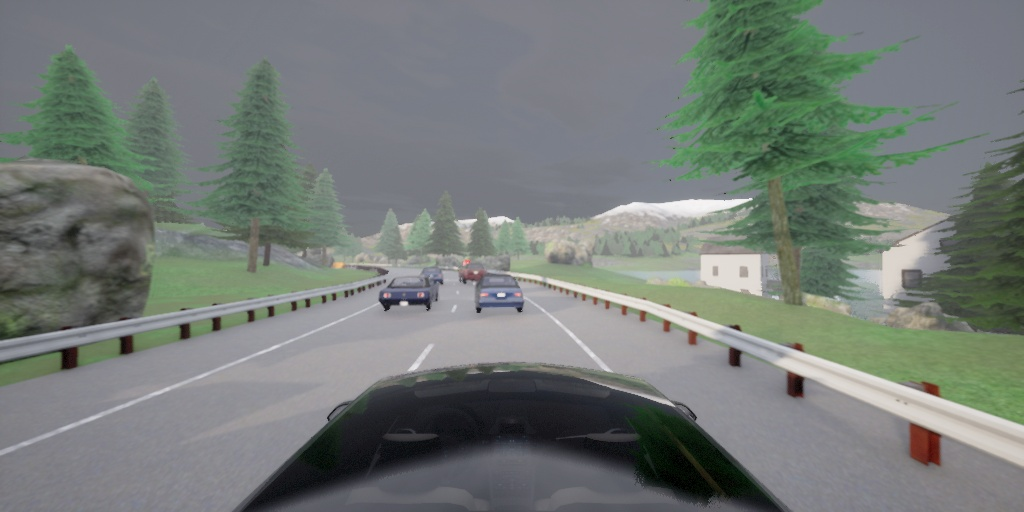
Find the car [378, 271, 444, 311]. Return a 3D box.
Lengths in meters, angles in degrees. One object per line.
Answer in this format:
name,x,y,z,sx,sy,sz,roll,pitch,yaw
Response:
car,-4.215,1.497,15.415,1.895,1.301,4.718,0,-1,-6

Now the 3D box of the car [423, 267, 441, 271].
car,-6.646,1.595,29.700,2.033,1.411,5.357,0,-1,-13

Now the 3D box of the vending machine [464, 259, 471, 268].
vending machine,-7.045,1.525,56.343,1.100,2.100,0.880,0,0,-25

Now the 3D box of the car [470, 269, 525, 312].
car,-0.642,1.439,15.022,2.033,1.411,5.357,0,-1,-6

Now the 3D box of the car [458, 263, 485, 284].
car,-3.459,1.415,31.340,2.097,1.767,4.553,0,-1,-14
